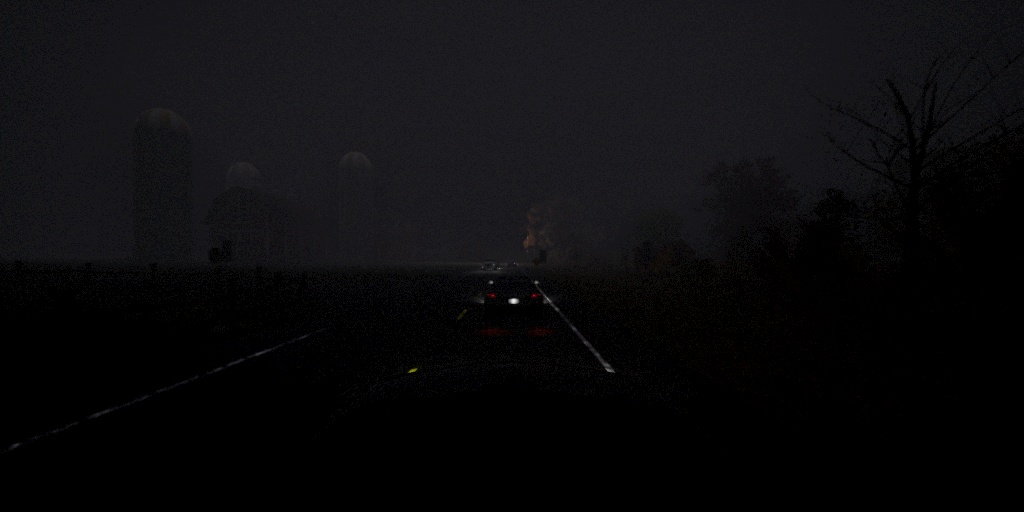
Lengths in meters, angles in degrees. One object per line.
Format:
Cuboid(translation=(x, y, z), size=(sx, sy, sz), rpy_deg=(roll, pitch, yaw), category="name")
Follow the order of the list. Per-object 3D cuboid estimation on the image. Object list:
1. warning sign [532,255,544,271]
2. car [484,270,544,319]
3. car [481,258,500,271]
Cuboid(translation=(3.529, 1.154, 52.028), size=(1.300, 1.860, 1.060), rpy_deg=(0, 0, 0), category="warning sign")
Cuboid(translation=(0.067, 1.380, 13.146), size=(1.994, 1.385, 4.181), rpy_deg=(0, 0, 0), category="car")
Cuboid(translation=(-3.574, 1.288, 57.065), size=(2.150, 2.045, 5.566), rpy_deg=(0, 0, 1), category="car")
